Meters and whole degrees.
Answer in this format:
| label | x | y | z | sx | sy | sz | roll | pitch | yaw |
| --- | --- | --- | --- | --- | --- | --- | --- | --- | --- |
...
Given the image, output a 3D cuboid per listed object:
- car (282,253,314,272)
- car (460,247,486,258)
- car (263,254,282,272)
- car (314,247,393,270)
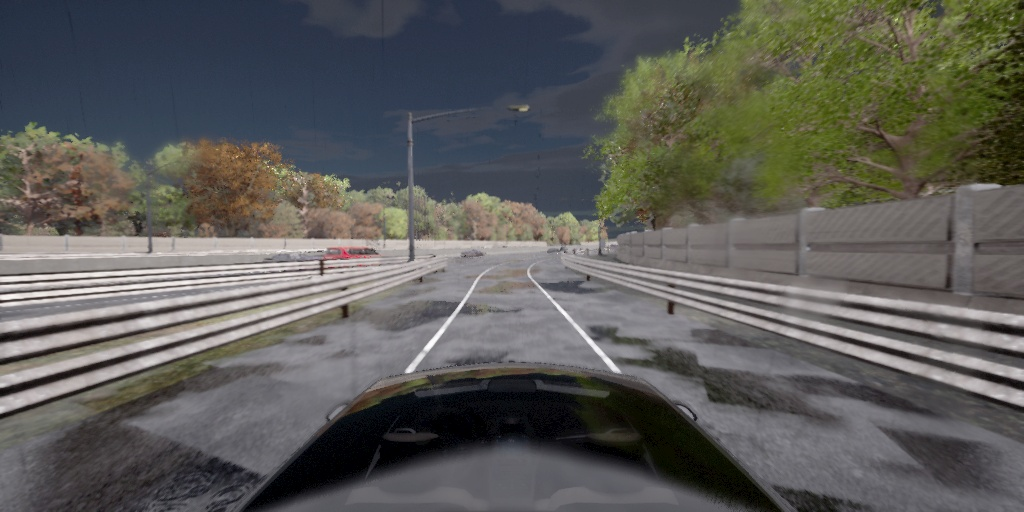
| label | x | y | z | sx | sy | sz | roll | pitch | yaw |
| --- | --- | --- | --- | --- | --- | --- | --- | --- | --- |
| car | -14.944 | 0.598 | 28.768 | 2.033 | 1.411 | 5.357 | 0 | 2 | 24 |
| car | -6.086 | -0.365 | 56.739 | 2.033 | 1.411 | 5.357 | 1 | 2 | 25 |
| car | -18.174 | 0.518 | 30.116 | 2.128 | 1.511 | 4.902 | 0 | 2 | 24 |
| car | -11.689 | 0.296 | 27.468 | 2.150 | 2.045 | 5.566 | 0 | 2 | 24 |
